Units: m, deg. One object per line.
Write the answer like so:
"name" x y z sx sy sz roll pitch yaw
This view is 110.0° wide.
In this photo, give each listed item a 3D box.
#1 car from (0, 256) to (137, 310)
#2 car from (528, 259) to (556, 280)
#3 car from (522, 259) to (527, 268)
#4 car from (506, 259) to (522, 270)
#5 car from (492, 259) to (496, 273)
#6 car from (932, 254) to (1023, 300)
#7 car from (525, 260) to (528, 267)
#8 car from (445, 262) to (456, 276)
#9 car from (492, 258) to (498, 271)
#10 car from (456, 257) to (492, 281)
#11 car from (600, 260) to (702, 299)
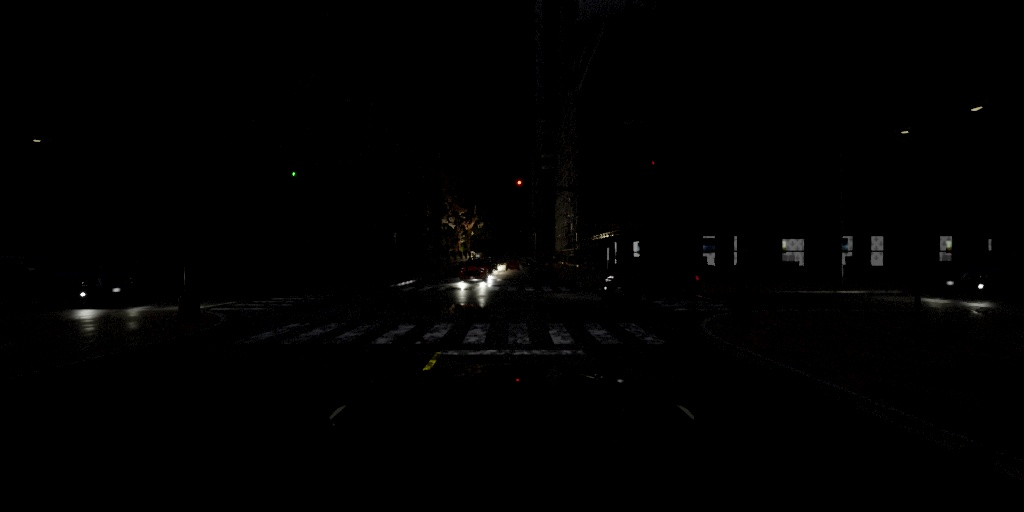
"car" -18.583 1.016 14.398 5.566 2.045 2.150 0 0 1
"car" 2.678 1.191 30.861 1.967 1.591 4.097 0 0 0
"car" 2.665 1.314 59.266 1.948 1.339 4.313 0 0 0
"car" 0.078 1.229 52.931 1.882 1.535 5.008 0 0 0
"car" -3.115 1.353 39.822 1.895 1.301 4.718 0 0 0
"car" 23.296 0.901 16.739 5.566 2.045 2.150 0 0 1
"car" 2.675 1.318 36.541 1.948 1.339 4.313 0 0 0
"car" -5.706 1.297 36.535 1.888 1.381 4.507 0 0 0
"car" -3.109 1.104 50.361 2.097 1.767 4.553 0 0 0
"car" -3.112 1.104 30.034 2.097 1.767 4.553 0 0 0
"car" 6.669 1.086 17.693 4.553 1.767 2.097 0 0 9
